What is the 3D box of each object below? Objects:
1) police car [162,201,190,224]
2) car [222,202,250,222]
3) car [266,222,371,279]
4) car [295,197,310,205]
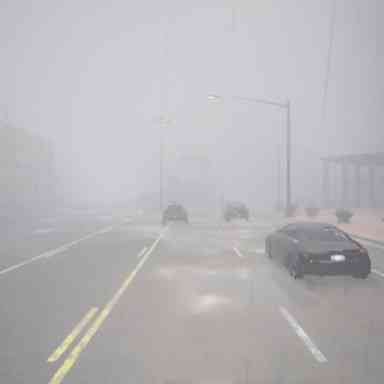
[{"bbox_3d":[-1.229,1.532,25.825,1.930,1.638,5.238,0,0,0],"label":"police car"},{"bbox_3d":[3.618,1.607,27.930,2.128,1.511,4.902,0,0,1],"label":"car"},{"bbox_3d":[3.599,1.606,10.212,1.994,1.385,4.181,0,0,0],"label":"car"},{"bbox_3d":[21.385,1.730,63.273,5.008,1.535,1.882,0,0,-39],"label":"car"}]
